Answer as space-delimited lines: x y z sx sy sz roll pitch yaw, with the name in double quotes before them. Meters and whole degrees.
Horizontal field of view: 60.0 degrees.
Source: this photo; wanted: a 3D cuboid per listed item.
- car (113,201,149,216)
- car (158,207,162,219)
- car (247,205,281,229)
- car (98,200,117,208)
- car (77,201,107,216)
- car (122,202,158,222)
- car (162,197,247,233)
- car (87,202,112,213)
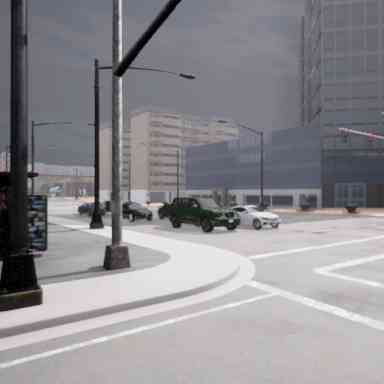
"car" -6.937 1.849 37.602 2.128 1.511 4.902 0 -1 -36
"car" -1.425 1.748 30.059 1.812 1.442 4.674 0 -1 -36
"car" 3.876 1.643 22.670 1.812 1.442 4.674 0 -1 -35
"car" -15.864 2.293 62.138 1.994 1.385 4.181 0 -1 -36
"car" -11.445 1.945 37.856 2.033 1.411 5.357 0 -1 -36
"car" -5.199 1.747 29.240 1.837 1.490 4.892 0 -1 -36
"car" 0.607 1.342 21.241 2.150 2.045 5.566 0 -1 -36
"car" -12.768 2.068 45.695 1.994 1.385 4.181 0 -1 -35
